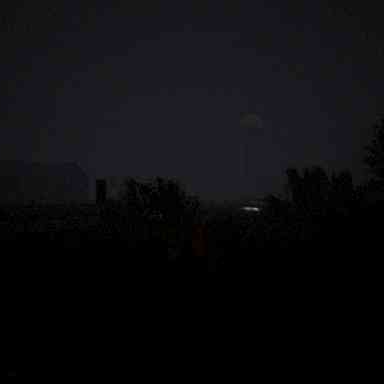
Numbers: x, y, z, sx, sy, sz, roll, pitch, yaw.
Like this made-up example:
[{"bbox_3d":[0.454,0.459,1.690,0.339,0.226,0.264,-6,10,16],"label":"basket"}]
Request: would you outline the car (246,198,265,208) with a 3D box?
[{"bbox_3d":[10.294,1.729,52.355,1.812,1.442,4.674,1,0,37],"label":"car"}]
